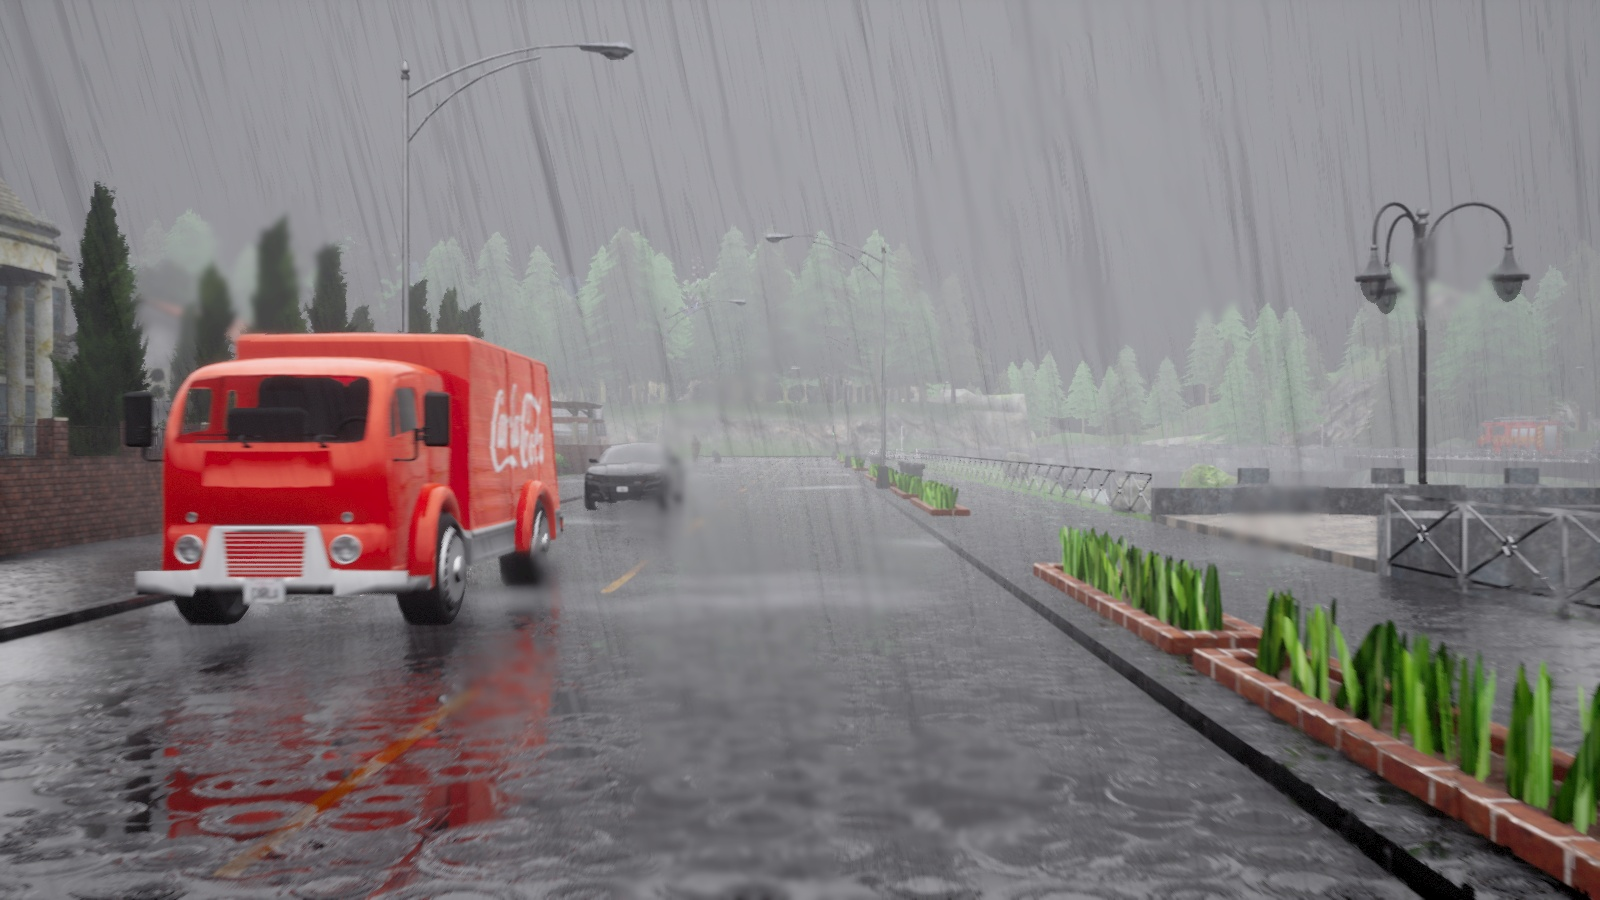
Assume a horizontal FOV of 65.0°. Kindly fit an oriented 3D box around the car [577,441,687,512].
[{"bbox_3d":[-3.816,0.555,29.406,1.882,1.535,5.008,0,0,0],"label":"car"}]

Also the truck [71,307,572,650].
[{"bbox_3d":[-3.918,0.191,11.642,2.627,2.467,5.204,0,0,0],"label":"truck"}]
